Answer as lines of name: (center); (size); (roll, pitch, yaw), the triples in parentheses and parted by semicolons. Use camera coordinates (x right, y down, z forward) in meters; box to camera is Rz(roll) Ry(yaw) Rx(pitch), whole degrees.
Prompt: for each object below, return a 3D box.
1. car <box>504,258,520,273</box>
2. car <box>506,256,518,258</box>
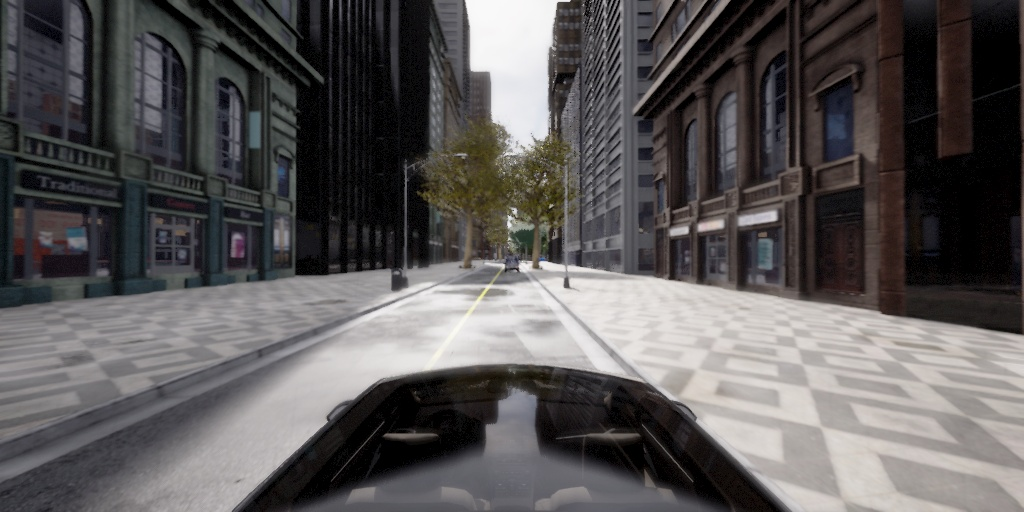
car: (-0.005, 1.291, 44.552); (2.033, 1.411, 5.357); (0, 0, 0)
car: (-0.005, 0.968, 55.010); (2.150, 2.045, 5.566); (0, 0, 0)
